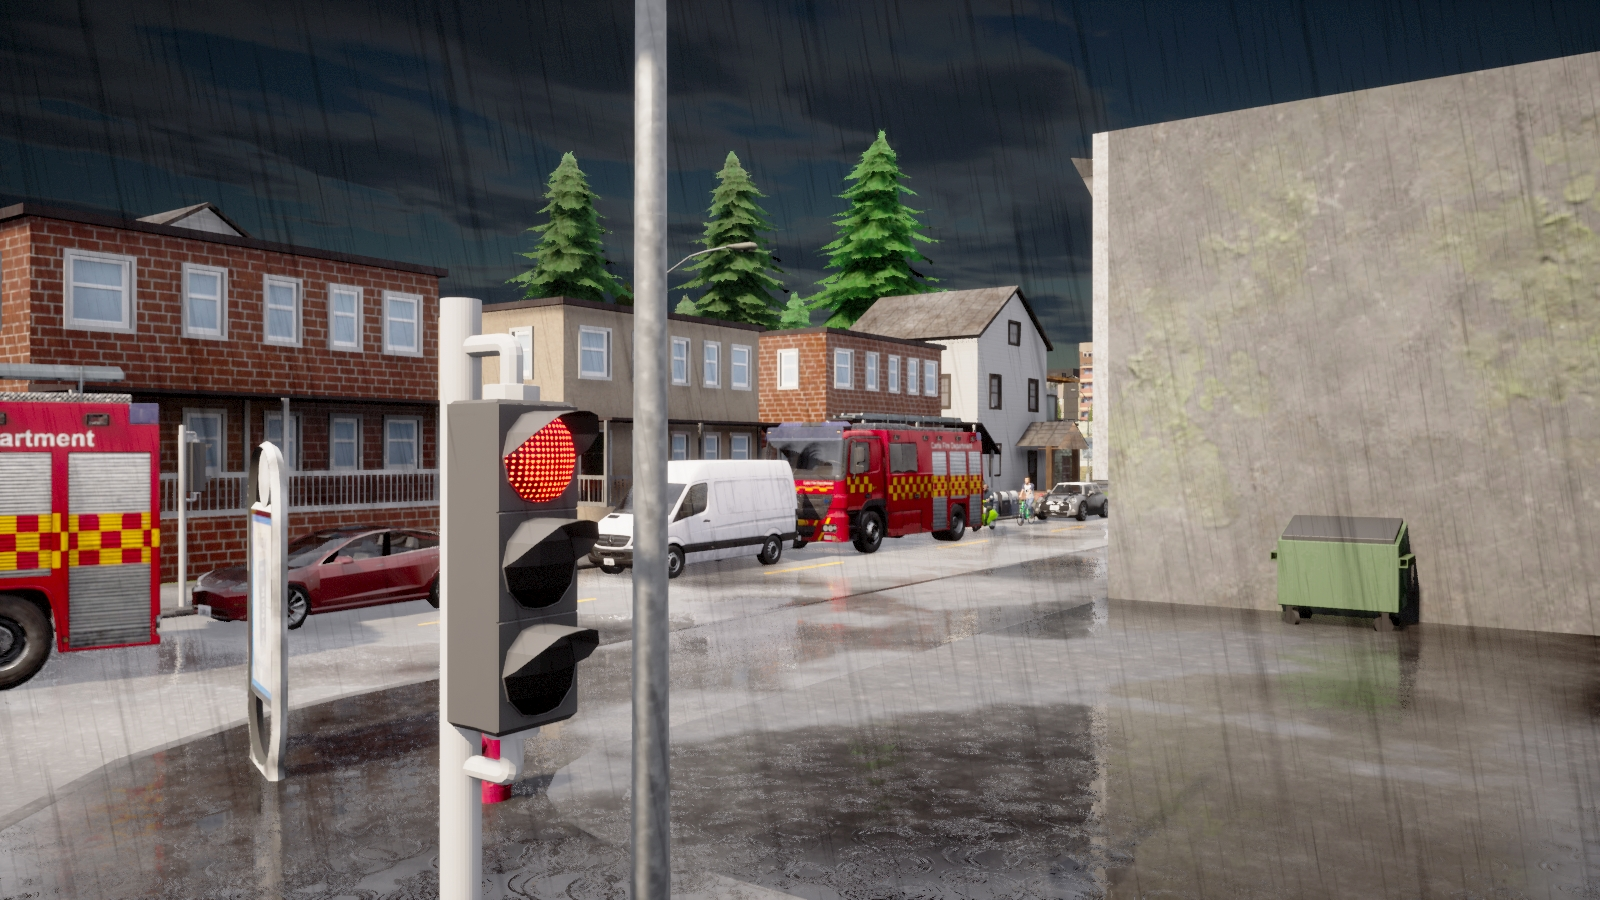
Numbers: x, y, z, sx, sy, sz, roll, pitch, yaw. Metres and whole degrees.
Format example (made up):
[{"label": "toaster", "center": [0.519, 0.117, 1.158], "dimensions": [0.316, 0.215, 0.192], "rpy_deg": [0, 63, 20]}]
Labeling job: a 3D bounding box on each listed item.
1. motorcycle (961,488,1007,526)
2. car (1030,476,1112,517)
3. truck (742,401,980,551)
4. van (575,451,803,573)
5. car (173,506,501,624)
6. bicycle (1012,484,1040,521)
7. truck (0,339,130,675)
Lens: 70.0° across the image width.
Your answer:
[{"label": "motorcycle", "center": [6.398, 1.954, 39.613], "dimensions": [0.856, 1.236, 1.805], "rpy_deg": [0, 0, 35]}, {"label": "car", "center": [11.003, 1.837, 46.179], "dimensions": [1.970, 1.475, 3.806], "rpy_deg": [0, 0, 35]}, {"label": "truck", "center": [2.054, 0.663, 33.403], "dimensions": [2.891, 3.827, 8.468], "rpy_deg": [0, 0, 35]}, {"label": "van", "center": [-2.442, 1.307, 26.996], "dimensions": [1.988, 2.561, 5.915], "rpy_deg": [0, 0, 35]}, {"label": "car", "center": [-7.706, 1.835, 19.492], "dimensions": [2.163, 1.488, 4.792], "rpy_deg": [0, 0, 35]}, {"label": "bicycle", "center": [8.406, 1.928, 42.476], "dimensions": [0.373, 1.296, 1.643], "rpy_deg": [0, 0, 35]}, {"label": "truck", "center": [-12.378, 0.662, 12.566], "dimensions": [8.468, 3.827, 2.891], "rpy_deg": [0, 0, -34]}]
